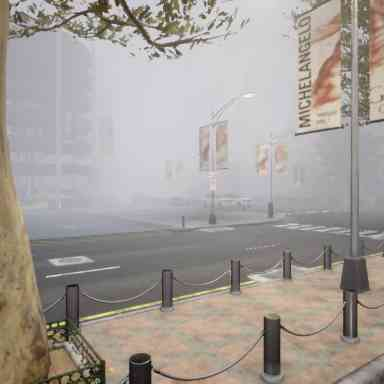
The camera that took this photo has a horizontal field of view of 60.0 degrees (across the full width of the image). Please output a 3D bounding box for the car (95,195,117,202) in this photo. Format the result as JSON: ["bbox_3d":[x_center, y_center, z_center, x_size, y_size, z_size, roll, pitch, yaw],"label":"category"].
[{"bbox_3d":[-20.492,1.450,76.302,4.892,1.490,1.837,0,0,12],"label":"car"}]

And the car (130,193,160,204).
[{"bbox_3d":[-9.097,1.219,62.282,5.566,2.045,2.150,0,0,40],"label":"car"}]

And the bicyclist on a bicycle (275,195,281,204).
[{"bbox_3d":[15.726,1.300,60.483,1.656,1.620,0.582,0,0,-36],"label":"bicyclist on a bicycle"}]

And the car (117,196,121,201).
[{"bbox_3d":[-19.528,1.418,79.666,5.008,1.535,1.882,0,0,12],"label":"car"}]

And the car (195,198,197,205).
[{"bbox_3d":[0.705,1.601,56.505,1.895,1.301,4.718,0,0,-37],"label":"car"}]

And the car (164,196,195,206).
[{"bbox_3d":[-2.156,1.505,54.465,1.837,1.490,4.892,0,0,-37],"label":"car"}]

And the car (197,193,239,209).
[{"bbox_3d":[3.562,1.221,46.556,2.150,2.045,5.566,0,0,-35],"label":"car"}]

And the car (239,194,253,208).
[{"bbox_3d":[6.417,1.221,48.580,2.150,2.045,5.566,0,0,-35],"label":"car"}]

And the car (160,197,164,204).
[{"bbox_3d":[-5.776,1.601,63.976,4.718,1.301,1.895,0,0,43],"label":"car"}]

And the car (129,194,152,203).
[{"bbox_3d":[-11.251,1.355,72.586,4.553,1.767,2.097,0,0,26],"label":"car"}]
